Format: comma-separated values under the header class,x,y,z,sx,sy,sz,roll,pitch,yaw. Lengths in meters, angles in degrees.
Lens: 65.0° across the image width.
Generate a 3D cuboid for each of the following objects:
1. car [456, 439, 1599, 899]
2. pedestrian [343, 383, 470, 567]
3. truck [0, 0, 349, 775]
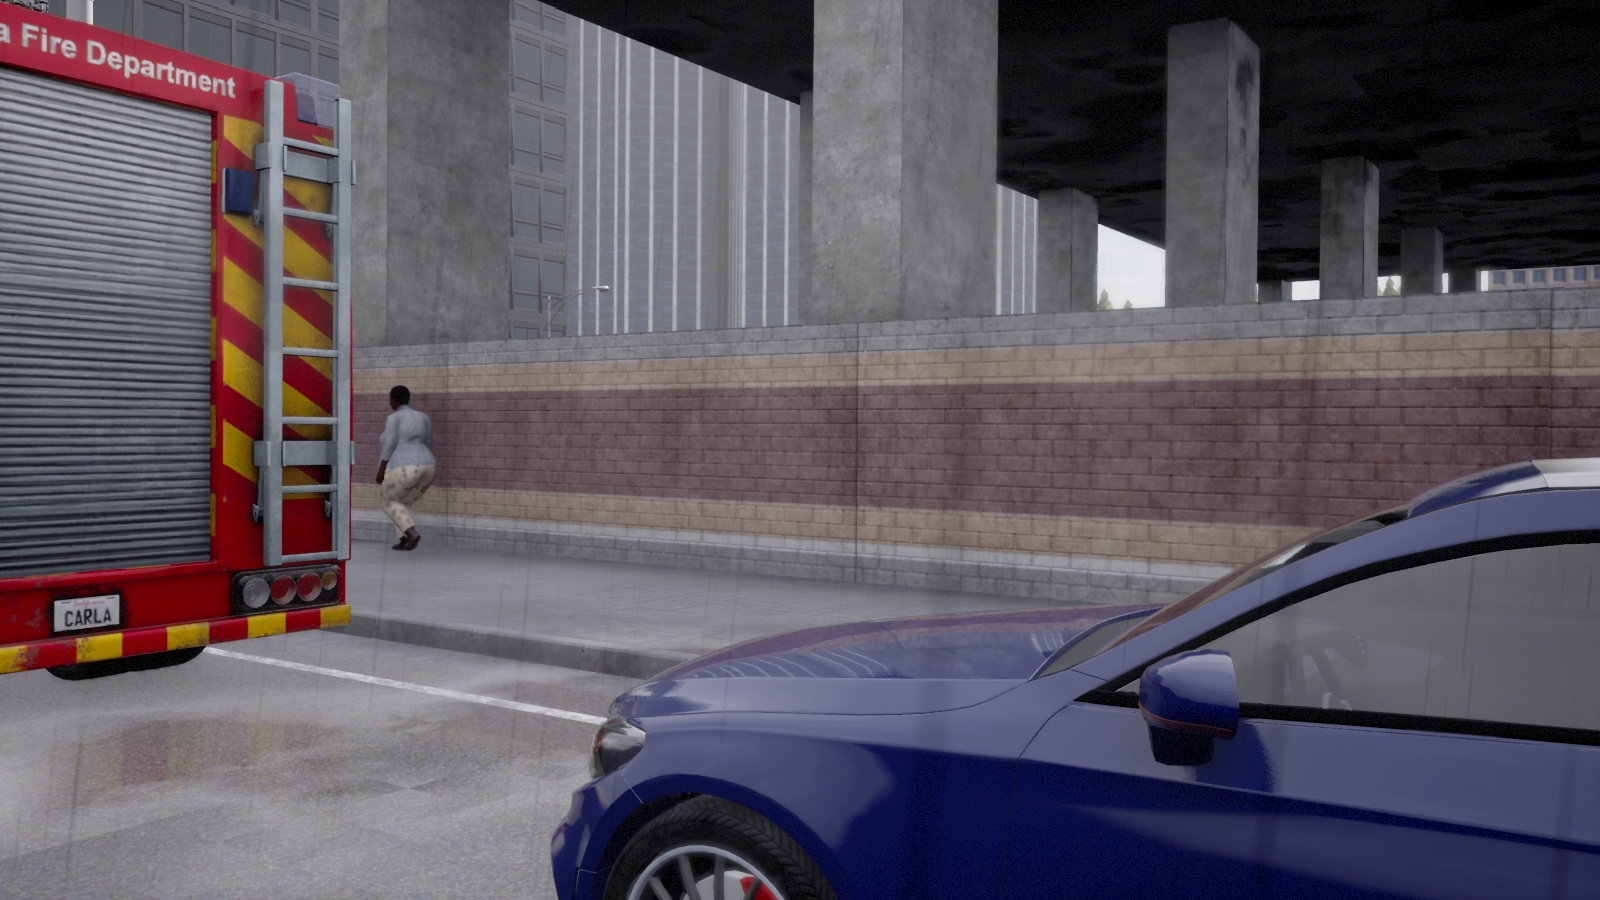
class,x,y,z,sx,sy,sz,roll,pitch,yaw
car,1.618,0.708,2.546,4.674,1.442,1.812,0,1,33
pedestrian,-4.148,0.247,13.261,0.900,1.855,0.874,0,1,29
truck,-6.880,-0.483,8.172,8.468,3.827,2.891,0,1,34
